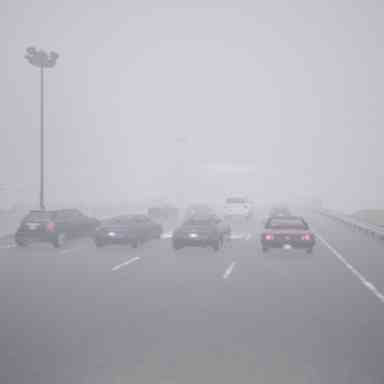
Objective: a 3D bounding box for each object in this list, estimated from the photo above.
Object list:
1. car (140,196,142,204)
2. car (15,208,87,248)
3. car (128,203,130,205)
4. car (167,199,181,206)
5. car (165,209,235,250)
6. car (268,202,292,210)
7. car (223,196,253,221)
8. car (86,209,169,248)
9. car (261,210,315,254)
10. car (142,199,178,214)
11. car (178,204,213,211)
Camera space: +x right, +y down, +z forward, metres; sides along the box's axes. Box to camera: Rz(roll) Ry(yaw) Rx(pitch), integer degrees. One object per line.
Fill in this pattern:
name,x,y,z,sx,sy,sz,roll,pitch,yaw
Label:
car,-10.541,1.963,71.866,2.150,2.045,5.566,-1,-1,14
car,-6.312,1.562,16.350,2.097,1.767,4.553,-1,-1,14
car,-13.925,2.346,72.736,1.994,1.385,4.181,-1,-1,14
car,-3.737,2.151,70.202,1.812,1.442,4.674,-1,-1,14
car,0.535,1.665,14.861,1.994,1.385,4.181,-1,0,14
car,7.565,1.623,28.648,1.812,1.442,4.674,-1,0,14
car,4.072,1.369,29.136,2.150,2.045,5.566,-1,0,14
car,-2.847,1.721,15.760,1.994,1.385,4.181,-1,0,14
car,3.892,1.645,13.865,1.895,1.301,4.718,-1,0,14
car,-2.601,1.743,31.274,1.882,1.535,5.008,-1,0,14
car,0.675,1.755,29.960,2.033,1.411,5.357,-1,0,14
